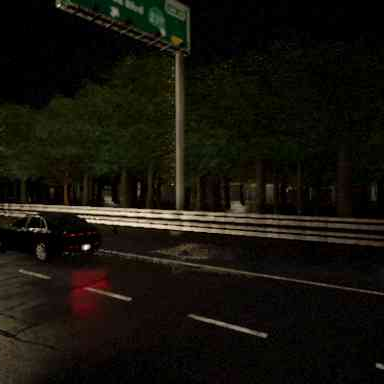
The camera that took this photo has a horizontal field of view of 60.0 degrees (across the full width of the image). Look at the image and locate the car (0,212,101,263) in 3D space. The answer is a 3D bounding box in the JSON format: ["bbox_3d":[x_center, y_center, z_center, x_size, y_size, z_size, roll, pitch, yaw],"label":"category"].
[{"bbox_3d":[-5.337,1.507,11.978,4.892,1.490,1.837,0,0,36],"label":"car"}]
